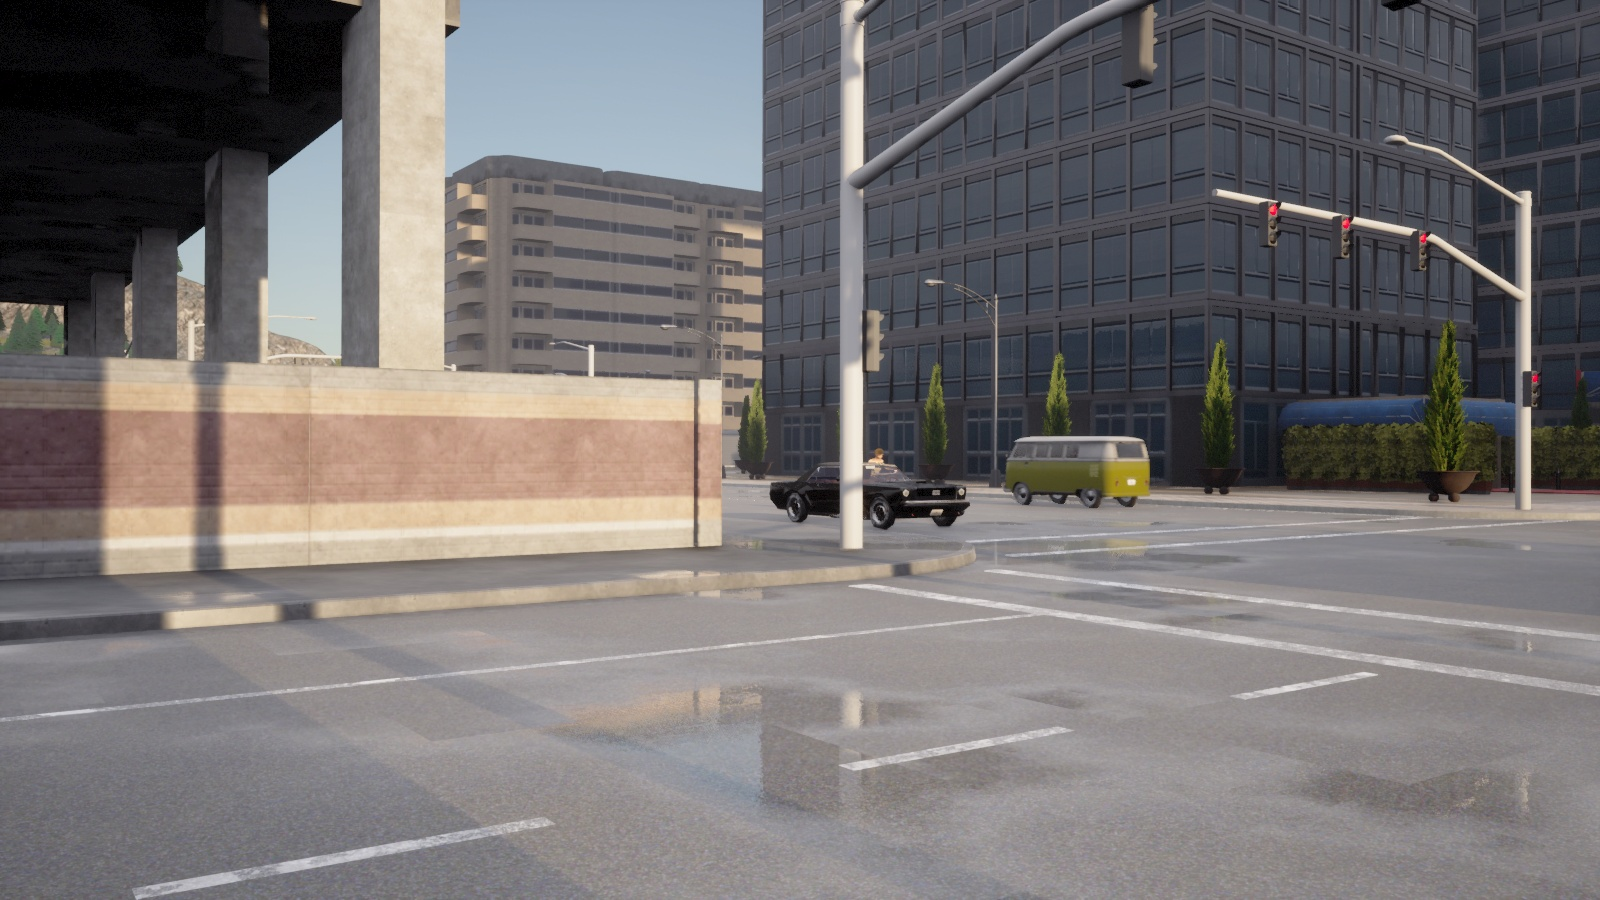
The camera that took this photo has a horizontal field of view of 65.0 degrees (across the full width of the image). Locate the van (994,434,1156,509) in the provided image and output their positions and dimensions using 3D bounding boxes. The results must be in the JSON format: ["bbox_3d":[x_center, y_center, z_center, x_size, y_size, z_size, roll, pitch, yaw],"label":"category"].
[{"bbox_3d":[7.707,0.568,35.608,1.775,1.987,4.442,0,0,-35],"label":"van"}]

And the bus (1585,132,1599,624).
[{"bbox_3d":[12.150,-0.627,12.387,10.273,4.253,3.944,0,0,-36],"label":"bus"}]

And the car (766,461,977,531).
[{"bbox_3d":[1.379,0.907,26.381,1.895,1.301,4.718,0,0,-35],"label":"car"}]
